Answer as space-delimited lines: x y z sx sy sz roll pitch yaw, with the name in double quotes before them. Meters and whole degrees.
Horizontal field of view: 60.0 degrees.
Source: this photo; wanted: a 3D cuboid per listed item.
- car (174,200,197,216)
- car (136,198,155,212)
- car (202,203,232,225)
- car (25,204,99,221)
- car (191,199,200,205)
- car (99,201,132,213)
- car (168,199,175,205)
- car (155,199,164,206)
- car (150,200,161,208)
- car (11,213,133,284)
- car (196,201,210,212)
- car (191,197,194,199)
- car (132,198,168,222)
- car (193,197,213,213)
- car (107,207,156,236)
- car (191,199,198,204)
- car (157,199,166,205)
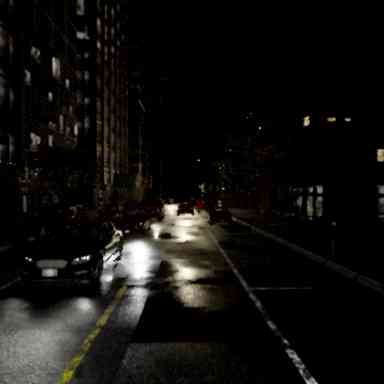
"car" -0.722 1.939 37.303 1.812 1.442 4.674 0 -1 -1
"car" -6.806 1.869 49.027 2.192 1.841 5.009 -1 -1 -1
"car" 2.112 1.839 26.341 2.008 1.369 4.403 -1 -1 -1
"car" -6.130 1.495 15.100 2.192 1.841 5.009 -1 -1 -1
"car" 0.814 2.470 82.403 1.947 1.339 4.313 -1 -1 -1
"car" -6.292 1.742 26.166 1.967 1.590 4.097 -1 -1 -1
"car" -4.683 2.288 74.439 2.128 1.511 4.902 0 -1 -1
"car" -7.434 2.381 76.520 1.752 1.417 4.829 -1 -1 -1
"car" -7.183 2.281 65.624 1.887 1.381 4.507 -1 -1 -1
"car" -3.306 1.610 10.059 2.128 1.511 4.902 0 -1 -1
"car" 1.572 2.067 49.377 1.752 1.417 4.829 -1 -1 -1
"car" 1.064 2.098 71.341 2.192 1.841 5.009 -1 -1 -1
"car" -3.726 1.567 30.620 2.150 2.045 5.566 0 -1 0
"car" 1.699 1.794 43.677 2.192 1.841 5.009 -1 -1 -1
"car" -3.531 1.831 20.146 1.895 1.301 4.718 0 -1 -1
"car" 0.688 2.547 87.936 1.802 1.307 4.206 -1 -1 -1
"car" -7.561 2.442 82.053 1.752 1.417 4.829 -1 -1 -1
